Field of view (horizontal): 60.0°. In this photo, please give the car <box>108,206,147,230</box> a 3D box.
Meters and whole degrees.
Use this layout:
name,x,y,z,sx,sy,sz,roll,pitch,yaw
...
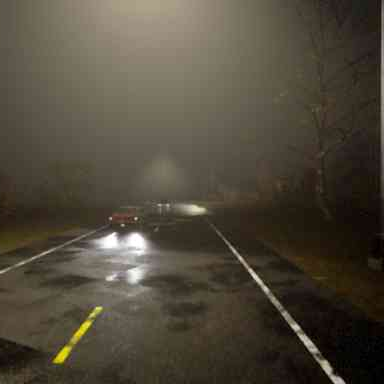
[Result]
name,x,y,z,sx,sy,sz,roll,pitch,yaw
car,-4.007,1.596,21.202,1.895,1.301,4.718,0,0,-2

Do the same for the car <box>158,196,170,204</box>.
name,x,y,z,sx,sy,sz,roll,pitch,yaw
car,-5.317,1.523,63.121,1.837,1.490,4.892,0,0,-6
